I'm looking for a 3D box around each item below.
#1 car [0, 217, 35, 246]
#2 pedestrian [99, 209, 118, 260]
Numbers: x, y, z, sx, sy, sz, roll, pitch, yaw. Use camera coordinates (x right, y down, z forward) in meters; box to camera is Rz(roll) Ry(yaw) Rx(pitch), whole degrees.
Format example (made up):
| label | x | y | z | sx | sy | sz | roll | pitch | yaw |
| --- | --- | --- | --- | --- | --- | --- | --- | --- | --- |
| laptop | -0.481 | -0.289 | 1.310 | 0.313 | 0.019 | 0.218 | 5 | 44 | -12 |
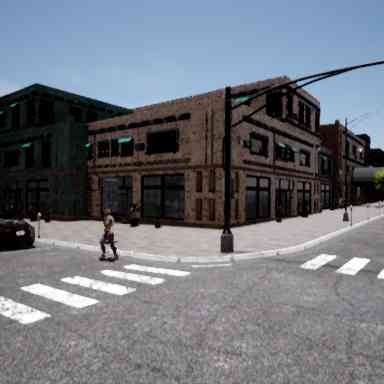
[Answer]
| label | x | y | z | sx | sy | sz | roll | pitch | yaw |
| --- | --- | --- | --- | --- | --- | --- | --- | --- | --- |
| car | -8.853 | 1.787 | 15.259 | 4.313 | 1.339 | 1.947 | -1 | -1 | 38 |
| pedestrian | -2.950 | 1.467 | 11.714 | 0.375 | 1.860 | 0.375 | 0 | 0 | 38 |
